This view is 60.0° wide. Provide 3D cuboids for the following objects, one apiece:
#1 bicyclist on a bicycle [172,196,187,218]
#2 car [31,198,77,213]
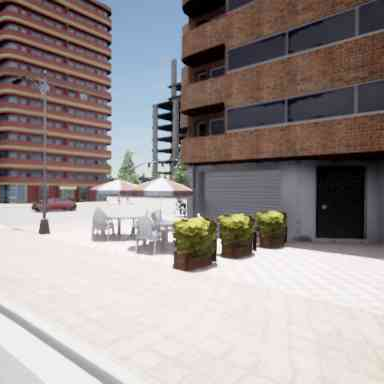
[{"bbox_3d":[-0.952,1.157,25.476,1.656,1.620,0.582,0,0,42],"label":"bicyclist on a bicycle"},{"bbox_3d":[-13.615,1.256,33.007,1.994,1.385,4.181,1,1,42],"label":"car"}]
